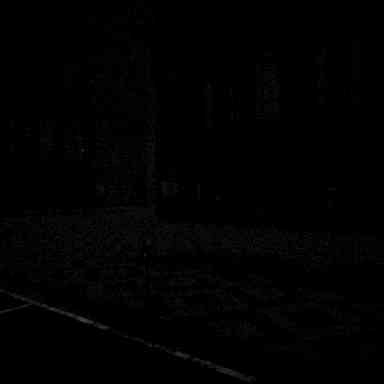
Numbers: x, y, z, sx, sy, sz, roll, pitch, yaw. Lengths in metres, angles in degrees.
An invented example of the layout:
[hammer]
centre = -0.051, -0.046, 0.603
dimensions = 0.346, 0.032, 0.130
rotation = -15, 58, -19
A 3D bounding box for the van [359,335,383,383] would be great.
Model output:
[van]
centre = 2.692, 1.341, 1.063
dimensions = 3.998, 1.788, 1.690
rotation = 0, 0, 35
